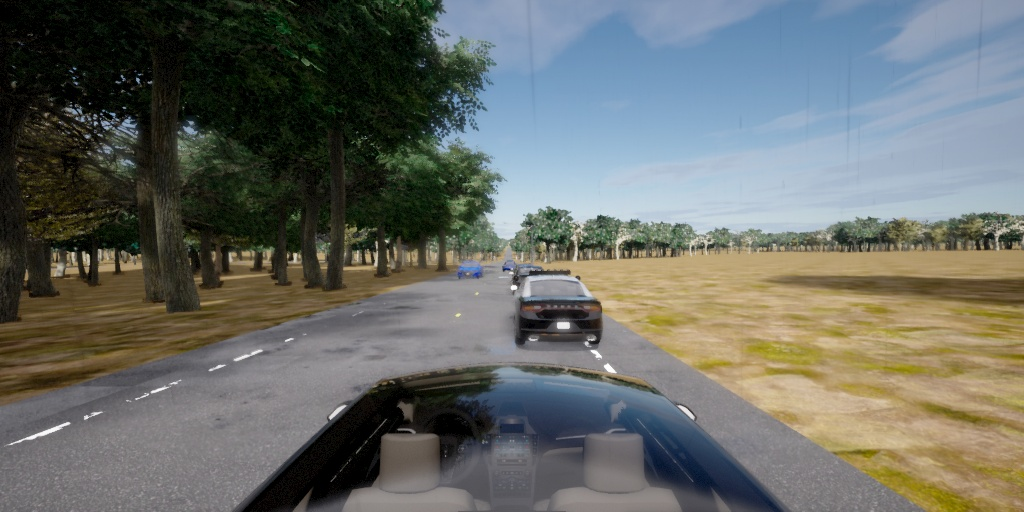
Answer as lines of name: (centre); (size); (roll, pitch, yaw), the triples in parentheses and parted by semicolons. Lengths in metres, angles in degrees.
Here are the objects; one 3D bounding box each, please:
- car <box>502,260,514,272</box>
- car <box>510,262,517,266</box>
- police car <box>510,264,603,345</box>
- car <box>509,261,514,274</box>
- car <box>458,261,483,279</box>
car: (-0.253, 1.347, 47.265); (1.994, 1.385, 4.181); (0, 0, 0)
car: (0.940, 1.256, 19.569); (1.837, 1.490, 4.892); (0, 0, 0)
police car: (1.001, 1.173, 9.676); (1.930, 1.638, 5.238); (0, 0, 0)
car: (0.903, 1.279, 25.572); (1.812, 1.442, 4.674); (0, 0, 0)
car: (-3.689, 1.235, 32.348); (1.882, 1.535, 5.008); (0, 0, 0)
